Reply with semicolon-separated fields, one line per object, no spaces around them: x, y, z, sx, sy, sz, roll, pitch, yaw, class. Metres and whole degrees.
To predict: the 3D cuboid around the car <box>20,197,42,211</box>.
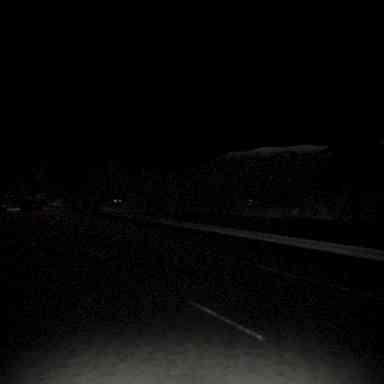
-18.336;1.339;37.851;1.882;1.535;5.008;0;0;-33;car

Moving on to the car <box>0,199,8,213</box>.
-19.911;1.408;33.833;2.033;1.411;5.357;0;0;-33;car
